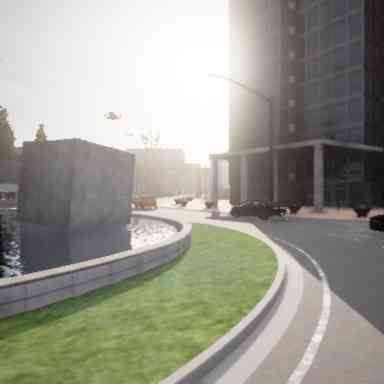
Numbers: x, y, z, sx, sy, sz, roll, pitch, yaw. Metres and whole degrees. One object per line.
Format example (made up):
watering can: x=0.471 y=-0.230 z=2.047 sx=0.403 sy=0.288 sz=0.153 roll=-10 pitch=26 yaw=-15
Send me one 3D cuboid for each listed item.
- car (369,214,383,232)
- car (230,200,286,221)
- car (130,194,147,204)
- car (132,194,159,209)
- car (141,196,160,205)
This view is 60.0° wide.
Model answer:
car: x=11.656 y=1.414 z=16.593 sx=5.008 sy=1.535 sz=1.882 roll=0 pitch=0 yaw=23
car: x=5.218 y=1.420 z=26.797 sx=2.128 sy=1.511 sz=4.902 roll=0 pitch=0 yaw=-39
car: x=-10.171 y=1.229 z=63.158 sx=2.097 sy=1.767 sz=4.553 roll=0 pitch=0 yaw=6
car: x=-6.174 y=1.265 z=44.276 sx=2.097 sy=1.767 sz=4.553 roll=0 pitch=0 yaw=-23
car: x=-7.114 y=1.431 z=57.550 sx=2.033 sy=1.411 sz=5.357 roll=0 pitch=0 yaw=6
